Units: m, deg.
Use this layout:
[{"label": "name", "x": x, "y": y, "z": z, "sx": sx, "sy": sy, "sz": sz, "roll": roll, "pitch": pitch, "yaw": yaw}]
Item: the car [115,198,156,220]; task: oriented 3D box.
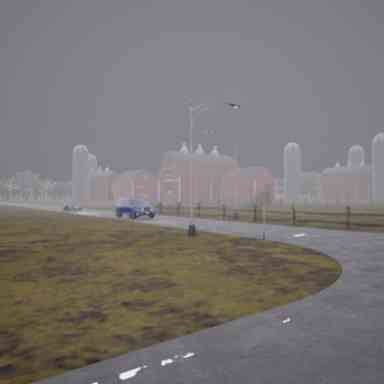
[{"label": "car", "x": -5.626, "y": 1.572, "z": 32.462, "sx": 2.150, "sy": 2.045, "sz": 5.566, "roll": 0, "pitch": -1, "yaw": -35}]

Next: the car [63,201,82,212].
[{"label": "car", "x": -17.999, "y": 2.149, "z": 50.003, "sx": 2.128, "sy": 1.511, "sz": 4.902, "roll": 0, "pitch": -1, "yaw": -35}]
